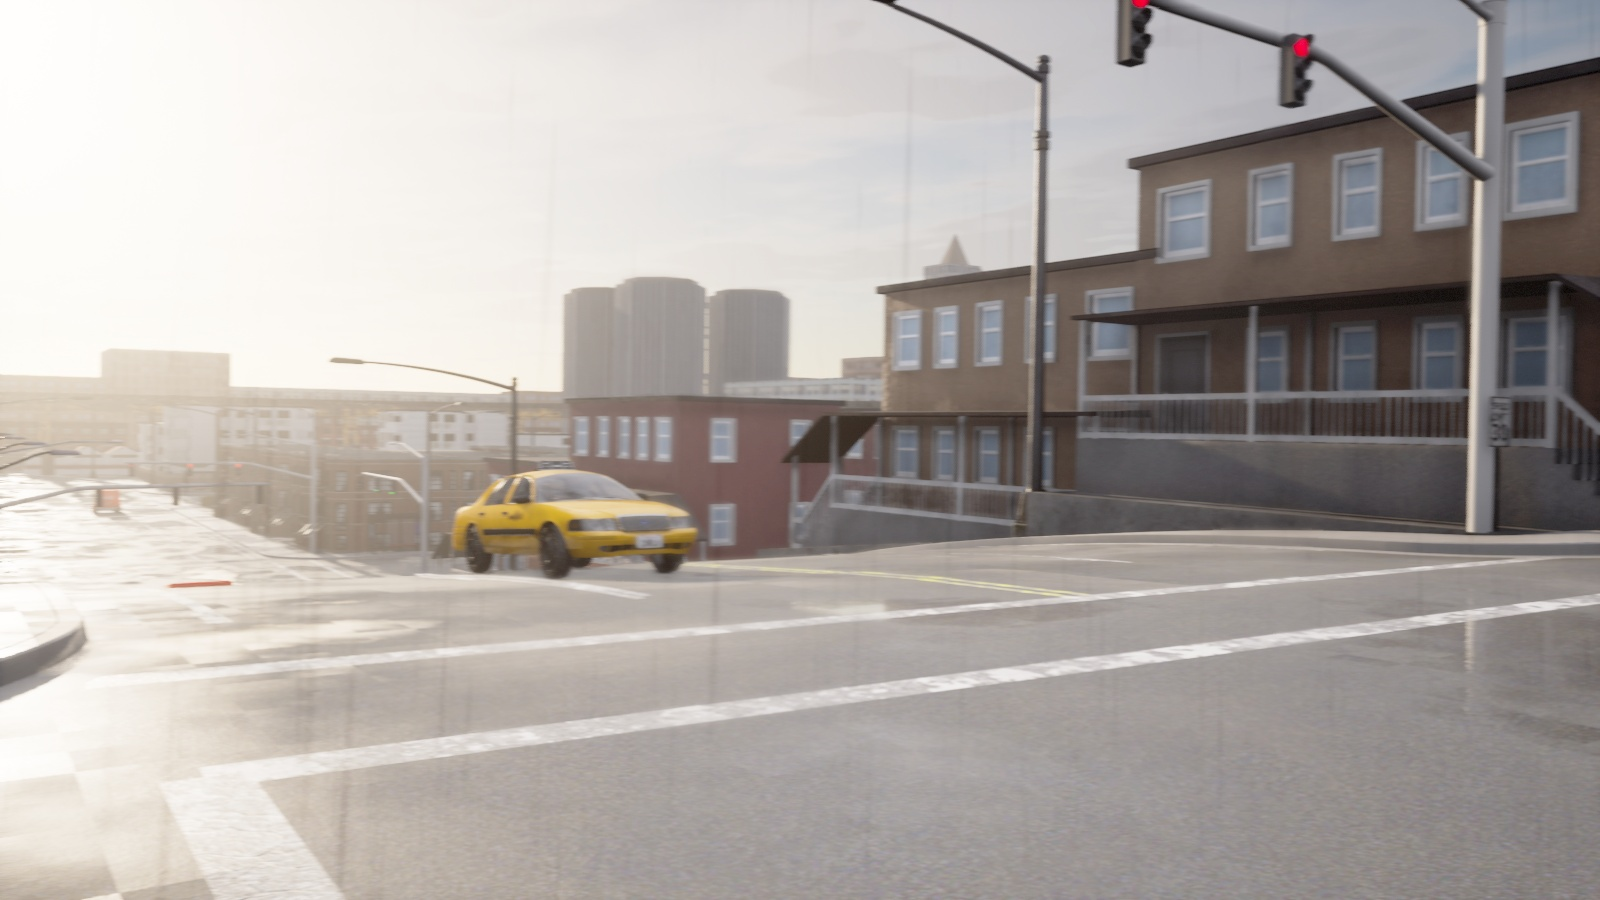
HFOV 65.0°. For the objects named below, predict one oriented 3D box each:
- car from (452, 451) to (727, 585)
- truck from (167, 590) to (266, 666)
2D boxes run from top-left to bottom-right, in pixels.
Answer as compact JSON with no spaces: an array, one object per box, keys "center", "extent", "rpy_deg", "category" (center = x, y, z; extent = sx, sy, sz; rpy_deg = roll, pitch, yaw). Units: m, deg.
[{"center":[-3.171,0.986,17.751],"extent":[1.801,1.575,5.366],"rpy_deg":[-1,-3,-33],"category":"car"},{"center":[-21.980,6.656,47.157],"extent":[2.627,2.467,5.204],"rpy_deg":[-1,-6,-33],"category":"truck"}]
